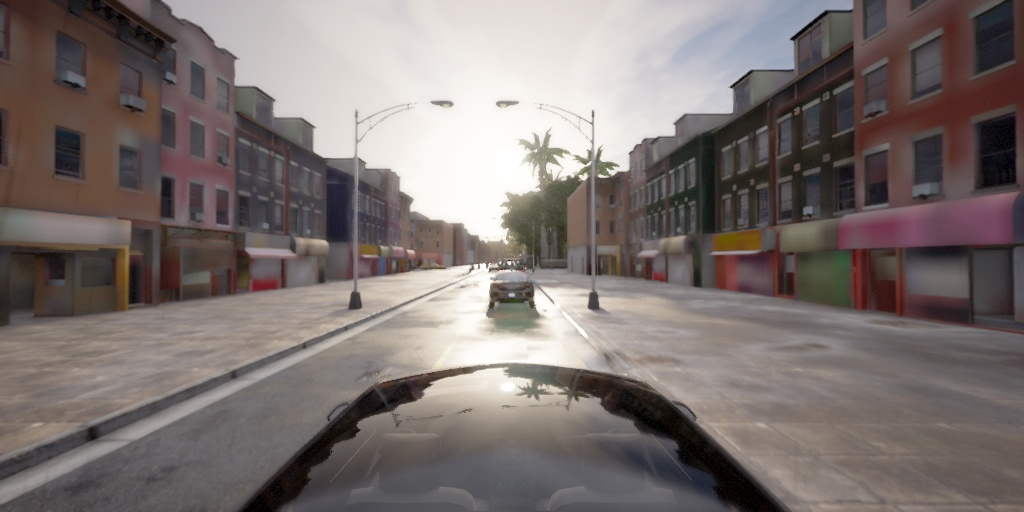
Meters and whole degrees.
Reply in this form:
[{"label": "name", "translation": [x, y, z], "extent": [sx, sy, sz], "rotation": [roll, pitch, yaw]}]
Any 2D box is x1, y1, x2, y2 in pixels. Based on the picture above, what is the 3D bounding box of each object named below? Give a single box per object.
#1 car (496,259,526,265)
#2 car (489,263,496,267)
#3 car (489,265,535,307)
[{"label": "car", "translation": [-0.010, 1.248, 30.865], "extent": [2.150, 2.045, 5.566], "rotation": [0, 0, 0]}, {"label": "car", "translation": [-2.769, 1.865, 58.602], "extent": [2.033, 1.411, 5.357], "rotation": [0, -1, 0]}, {"label": "car", "translation": [0.000, 1.367, 16.319], "extent": [1.882, 1.535, 5.008], "rotation": [0, 0, 0]}]
